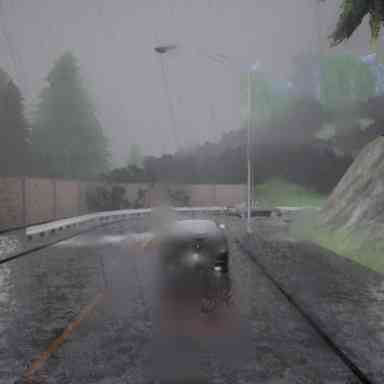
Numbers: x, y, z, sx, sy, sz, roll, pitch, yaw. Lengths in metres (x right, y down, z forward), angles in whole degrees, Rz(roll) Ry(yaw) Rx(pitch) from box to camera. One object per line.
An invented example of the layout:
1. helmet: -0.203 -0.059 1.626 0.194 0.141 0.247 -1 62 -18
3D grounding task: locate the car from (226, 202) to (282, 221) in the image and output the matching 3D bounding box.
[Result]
1. car: 5.214 1.551 27.946 4.902 1.511 2.128 0 -1 -21

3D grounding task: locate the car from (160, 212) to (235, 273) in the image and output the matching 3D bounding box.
1. car: 0.082 1.500 10.820 1.882 1.535 5.008 0 0 0
